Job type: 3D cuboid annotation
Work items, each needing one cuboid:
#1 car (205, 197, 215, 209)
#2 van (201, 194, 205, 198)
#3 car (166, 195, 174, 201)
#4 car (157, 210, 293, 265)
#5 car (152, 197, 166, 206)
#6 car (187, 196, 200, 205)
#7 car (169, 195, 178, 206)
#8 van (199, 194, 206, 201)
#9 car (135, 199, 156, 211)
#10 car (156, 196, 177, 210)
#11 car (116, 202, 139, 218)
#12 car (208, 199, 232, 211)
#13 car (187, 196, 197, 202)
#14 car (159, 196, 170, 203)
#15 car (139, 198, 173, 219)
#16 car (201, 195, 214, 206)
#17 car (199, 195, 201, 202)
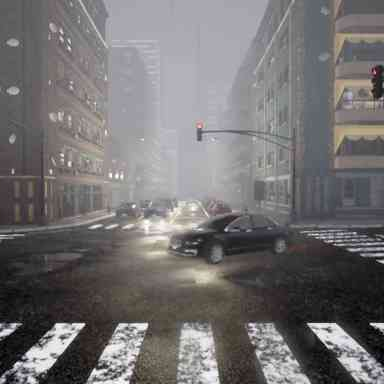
[{"bbox_3d":[2.692,1.570,35.734,1.947,1.339,4.313,0,0,0],"label":"car"},{"bbox_3d":[2.694,1.354,52.304,1.690,1.788,3.998,0,0,0],"label":"van"},{"bbox_3d":[-5.679,1.563,85.290,1.752,1.417,4.829,0,0,0],"label":"car"},{"bbox_3d":[1.469,1.513,11.771,4.892,1.490,1.837,1,-2,-33],"label":"car"},{"bbox_3d":[-5.685,1.561,57.842,1.887,1.381,4.507,0,0,0],"label":"car"},{"bbox_3d":[0.012,1.543,59.667,1.812,1.442,4.674,0,0,0],"label":"car"},{"bbox_3d":[-3.077,1.503,50.294,2.128,1.511,4.902,0,0,0],"label":"car"},{"bbox_3d":[2.700,1.379,85.446,1.690,1.788,3.998,-1,0,0],"label":"van"},{"bbox_3d":[-5.688,1.573,41.271,1.947,1.339,4.313,0,0,0],"label":"car"},{"bbox_3d":[-3.089,1.511,39.850,1.837,1.490,4.892,0,0,0],"label":"car"},{"bbox_3d":[-5.690,1.568,30.224,1.947,1.339,4.313,0,0,0],"label":"car"},{"bbox_3d":[2.691,1.584,30.211,1.802,1.307,4.206,0,0,0],"label":"car"},{"bbox_3d":[0.015,1.452,69.703,1.895,1.301,4.718,0,0,0],"label":"car"},{"bbox_3d":[-5.682,1.606,68.889,1.802,1.307,4.206,0,0,0],"label":"car"},{"bbox_3d":[-3.095,1.550,29.731,2.033,1.411,5.357,0,0,0],"label":"car"},{"bbox_3d":[2.694,1.555,46.781,1.887,1.381,4.507,0,0,0],"label":"car"},{"bbox_3d":[2.697,1.582,57.828,1.947,1.339,4.313,0,0,0],"label":"car"}]
